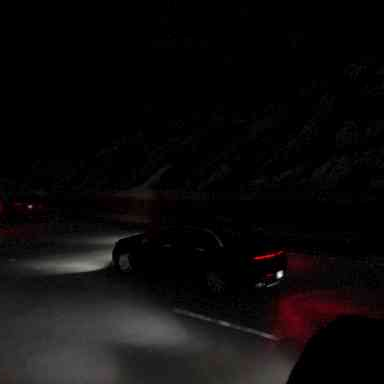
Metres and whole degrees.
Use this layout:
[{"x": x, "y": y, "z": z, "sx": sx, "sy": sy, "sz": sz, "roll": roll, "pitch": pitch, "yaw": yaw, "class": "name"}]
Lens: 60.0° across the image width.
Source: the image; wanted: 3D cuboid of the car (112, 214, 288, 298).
[{"x": -0.028, "y": 1.494, "z": 8.577, "sx": 4.892, "sy": 1.490, "sz": 1.837, "roll": 0, "pitch": 0, "yaw": 38, "class": "car"}]

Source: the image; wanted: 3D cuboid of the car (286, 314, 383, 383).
[{"x": 2.975, "y": 1.613, "z": 1.935, "sx": 4.718, "sy": 1.301, "sz": 1.895, "roll": 0, "pitch": 0, "yaw": 35, "class": "car"}]

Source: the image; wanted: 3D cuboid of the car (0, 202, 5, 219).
[{"x": -13.455, "y": 1.435, "z": 20.642, "sx": 1.812, "sy": 1.442, "sz": 4.674, "roll": 0, "pitch": 0, "yaw": -44, "class": "car"}]

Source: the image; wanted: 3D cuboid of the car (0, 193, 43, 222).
[{"x": -13.274, "y": 1.125, "z": 25.495, "sx": 2.150, "sy": 2.045, "sz": 5.566, "roll": 0, "pitch": 0, "yaw": -43, "class": "car"}]

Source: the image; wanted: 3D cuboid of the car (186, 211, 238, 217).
[{"x": 0.317, "y": 1.462, "z": 12.769, "sx": 5.008, "sy": 1.535, "sz": 1.882, "roll": 0, "pitch": 0, "yaw": 39, "class": "car"}]
